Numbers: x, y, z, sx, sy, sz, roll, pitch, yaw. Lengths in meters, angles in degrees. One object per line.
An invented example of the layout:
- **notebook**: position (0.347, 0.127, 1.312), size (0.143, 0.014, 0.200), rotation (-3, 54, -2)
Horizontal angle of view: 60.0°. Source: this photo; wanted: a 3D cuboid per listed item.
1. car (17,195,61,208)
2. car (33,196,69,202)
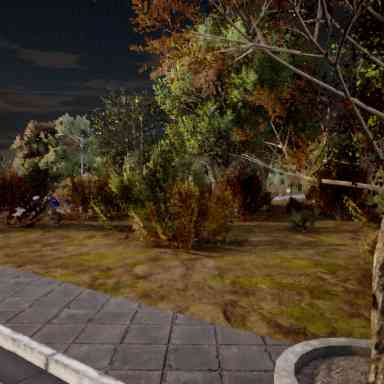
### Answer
- **car**: position (-20.087, 1.221, 43.881), size (1.882, 1.535, 5.008), rotation (0, 0, 32)
- **car**: position (-17.572, 1.245, 41.306), size (1.882, 1.535, 5.008), rotation (0, 0, 32)
